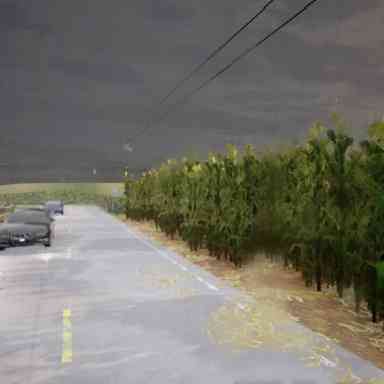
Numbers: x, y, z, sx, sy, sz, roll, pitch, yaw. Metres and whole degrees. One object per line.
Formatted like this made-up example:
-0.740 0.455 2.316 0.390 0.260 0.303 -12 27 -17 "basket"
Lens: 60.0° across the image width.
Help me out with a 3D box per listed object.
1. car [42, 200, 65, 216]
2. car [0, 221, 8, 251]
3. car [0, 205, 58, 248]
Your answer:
-13.483 1.526 32.415 1.812 1.442 4.674 0 0 -20 "car"
-5.199 1.477 5.077 1.882 1.535 5.008 0 0 0 "car"
-7.007 1.506 14.394 1.837 1.490 4.892 0 0 -20 "car"
